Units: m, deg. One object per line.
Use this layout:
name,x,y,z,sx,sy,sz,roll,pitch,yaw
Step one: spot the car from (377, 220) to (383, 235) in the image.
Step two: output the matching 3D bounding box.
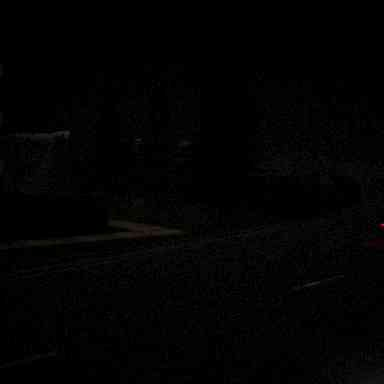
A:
car,10.905,1.539,15.819,5.357,1.411,2.033,0,0,-35
